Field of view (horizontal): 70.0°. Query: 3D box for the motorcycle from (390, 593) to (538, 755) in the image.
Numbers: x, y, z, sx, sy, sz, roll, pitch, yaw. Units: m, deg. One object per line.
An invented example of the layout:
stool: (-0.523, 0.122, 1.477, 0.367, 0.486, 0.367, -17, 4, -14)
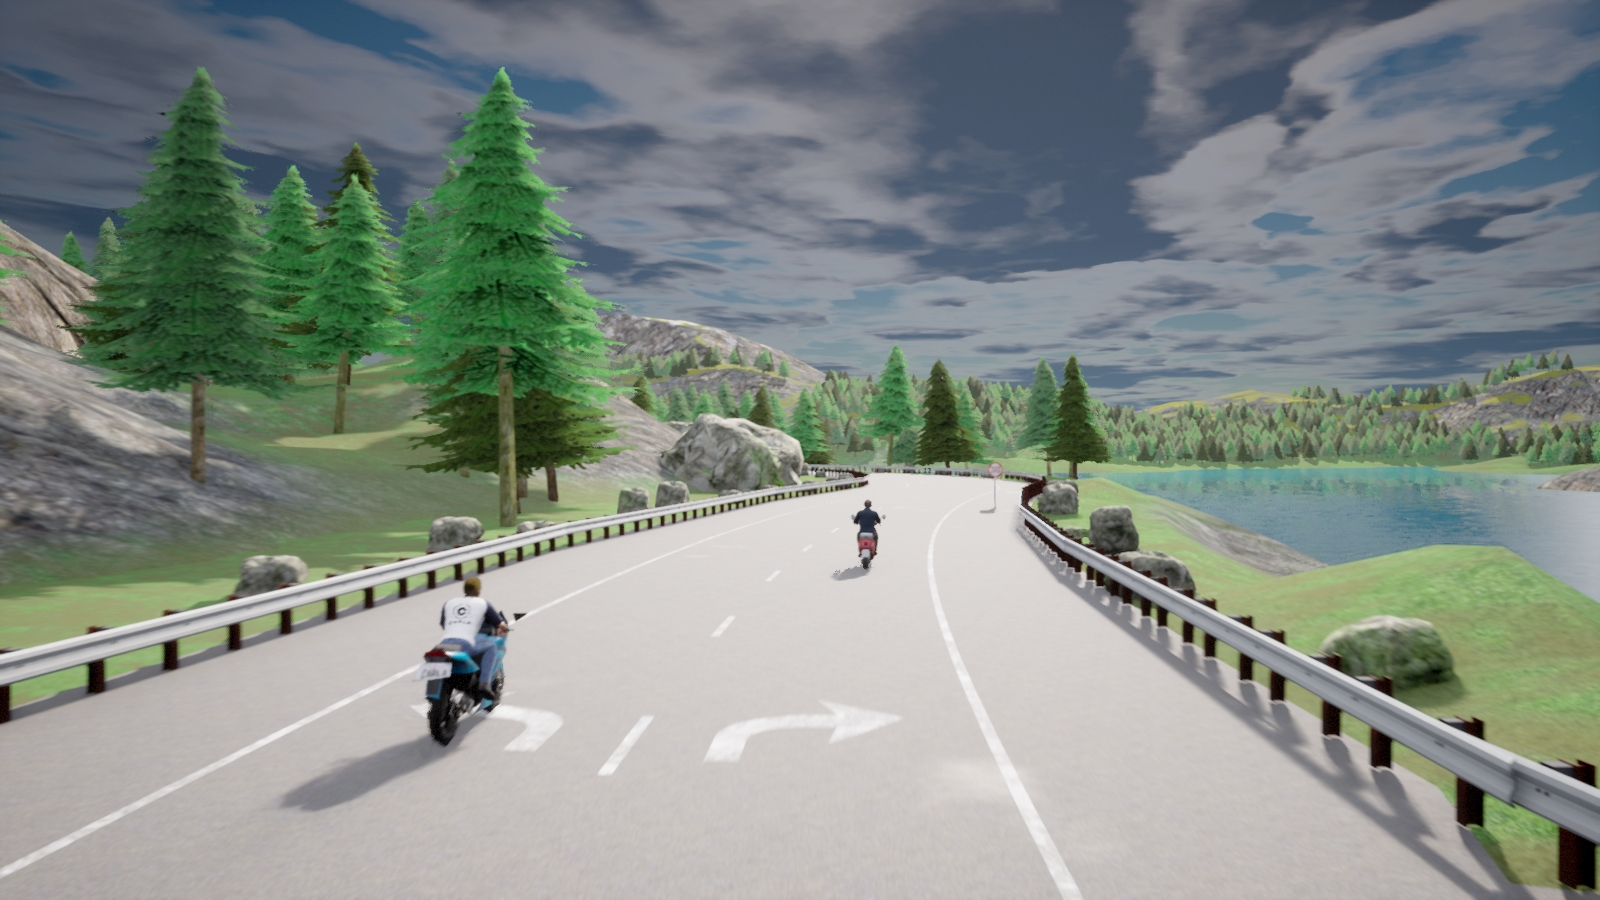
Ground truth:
motorcycle: (-3.303, 2.176, 11.460, 0.803, 1.217, 2.033, 0, 0, 3)

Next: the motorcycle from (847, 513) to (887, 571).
motorcycle: (1.619, 2.183, 27.515, 0.856, 1.236, 1.805, 1, 0, 6)
